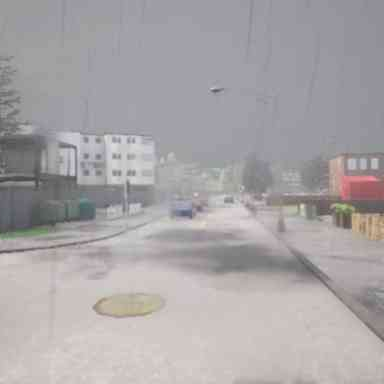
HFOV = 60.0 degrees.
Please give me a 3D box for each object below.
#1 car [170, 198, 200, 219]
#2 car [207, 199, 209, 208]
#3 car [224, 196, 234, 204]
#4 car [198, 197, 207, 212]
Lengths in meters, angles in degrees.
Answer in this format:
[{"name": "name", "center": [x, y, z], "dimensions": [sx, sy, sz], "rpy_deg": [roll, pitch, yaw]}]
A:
[{"name": "car", "center": [-0.701, 1.502, 29.553], "dimensions": [1.882, 1.535, 5.008], "rpy_deg": [-1, 0, 6]}, {"name": "car", "center": [1.510, 1.498, 49.273], "dimensions": [2.128, 1.511, 4.902], "rpy_deg": [-1, 0, 6]}, {"name": "car", "center": [6.957, 1.434, 62.547], "dimensions": [2.128, 1.511, 4.902], "rpy_deg": [-1, 0, 6]}, {"name": "car", "center": [0.327, 1.494, 38.910], "dimensions": [1.882, 1.535, 5.008], "rpy_deg": [-1, 0, 6]}]
